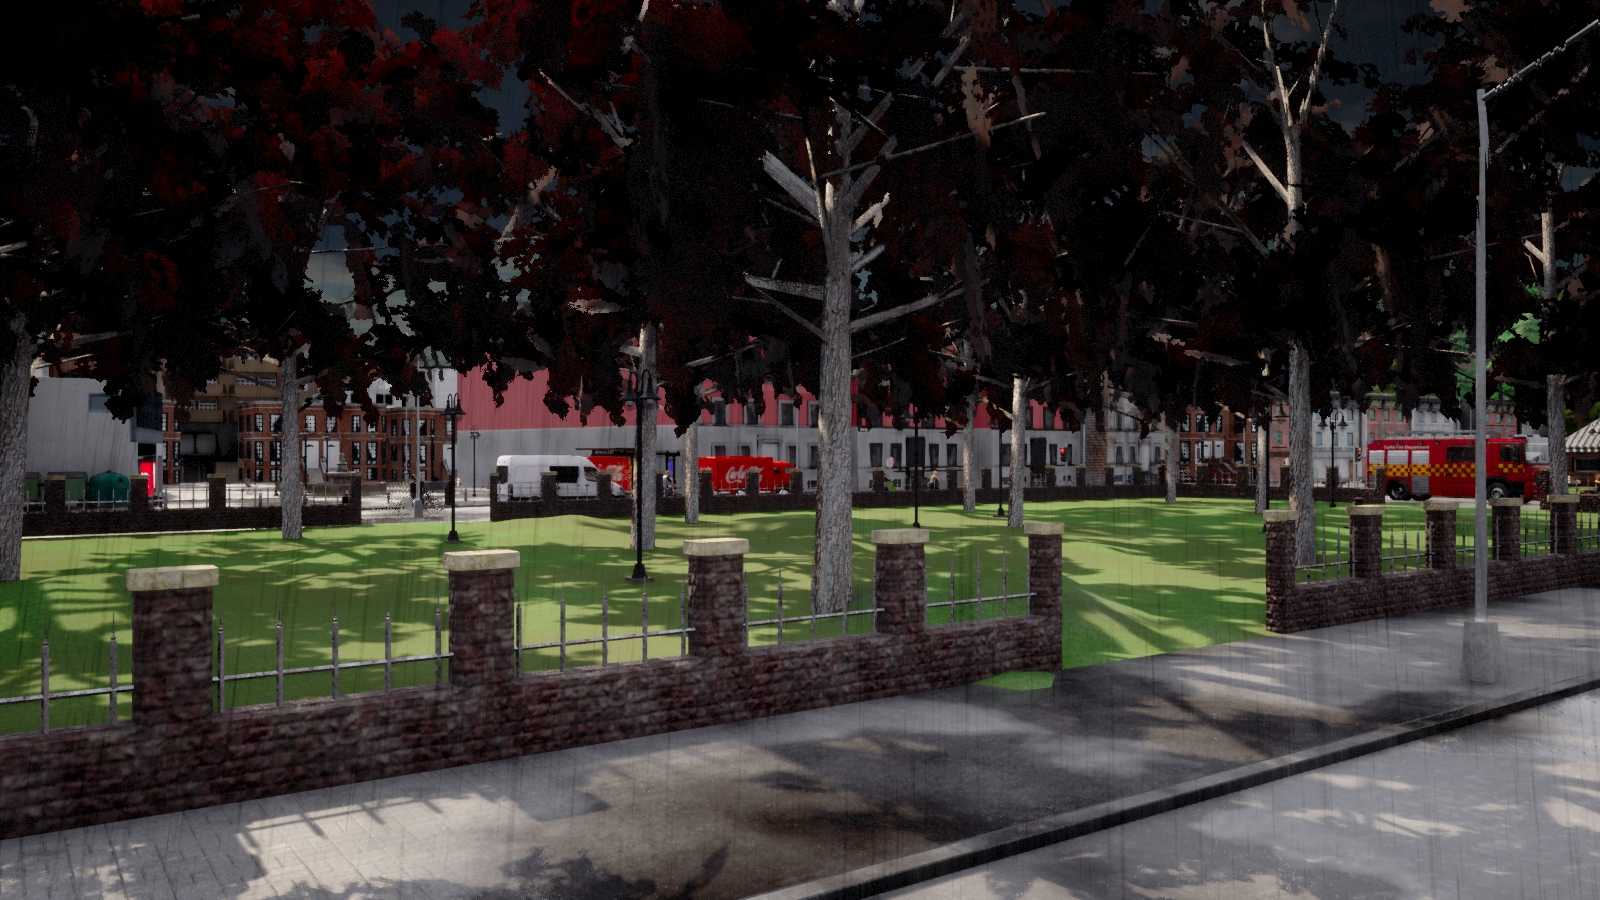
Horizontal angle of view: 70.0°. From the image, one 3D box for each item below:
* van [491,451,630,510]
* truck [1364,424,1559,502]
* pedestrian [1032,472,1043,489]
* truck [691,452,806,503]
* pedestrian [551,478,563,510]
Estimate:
[{"bbox_3d":[-10.854,1.306,52.106,5.915,2.561,1.988,0,0,-35],"label":"van"},{"bbox_3d":[34.631,0.645,60.204,2.891,3.827,8.468,0,0,-34],"label":"truck"},{"bbox_3d":[15.499,1.986,74.425,0.500,1.100,0.500,0,0,-23],"label":"pedestrian"},{"bbox_3d":[-2.582,1.335,57.891,5.204,2.467,2.627,0,0,-35],"label":"truck"},{"bbox_3d":[-9.969,1.796,46.884,0.375,1.300,0.375,0,0,-32],"label":"pedestrian"}]
